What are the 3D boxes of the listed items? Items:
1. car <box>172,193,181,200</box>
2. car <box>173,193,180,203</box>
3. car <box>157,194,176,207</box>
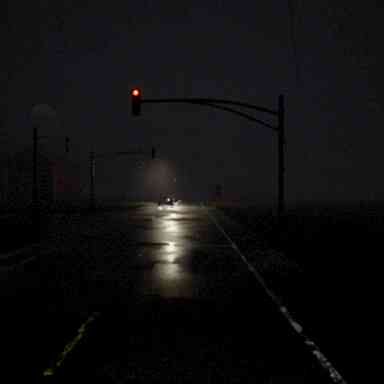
[{"bbox_3d":[-3.724,0.977,78.227,1.882,1.535,5.008,0,0,0],"label":"car"},{"bbox_3d":[-3.713,1.227,62.806,1.812,1.442,4.674,0,0,0],"label":"car"},{"bbox_3d":[-3.719,1.349,47.004,1.994,1.385,4.181,0,0,0],"label":"car"}]
